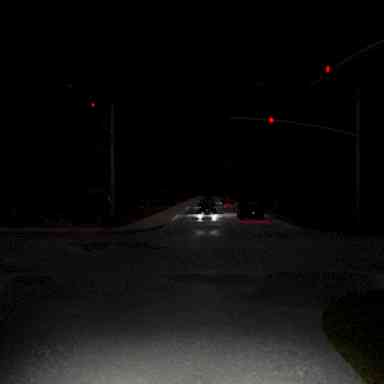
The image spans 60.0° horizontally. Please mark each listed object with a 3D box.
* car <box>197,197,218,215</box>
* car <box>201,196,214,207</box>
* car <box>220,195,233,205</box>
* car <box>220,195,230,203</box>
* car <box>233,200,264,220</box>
[{"bbox_3d":[1.562,1.499,34.416,1.812,1.442,4.674,0,0,3],"label":"car"},{"bbox_3d":[2.383,1.481,50.826,1.837,1.490,4.892,0,0,3],"label":"car"},{"bbox_3d":[6.381,1.581,59.117,1.895,1.301,4.718,0,0,3],"label":"car"},{"bbox_3d":[6.871,1.488,69.078,1.837,1.490,4.892,0,0,3],"label":"car"},{"bbox_3d":[4.856,1.450,28.095,1.882,1.535,5.008,0,0,3],"label":"car"}]
